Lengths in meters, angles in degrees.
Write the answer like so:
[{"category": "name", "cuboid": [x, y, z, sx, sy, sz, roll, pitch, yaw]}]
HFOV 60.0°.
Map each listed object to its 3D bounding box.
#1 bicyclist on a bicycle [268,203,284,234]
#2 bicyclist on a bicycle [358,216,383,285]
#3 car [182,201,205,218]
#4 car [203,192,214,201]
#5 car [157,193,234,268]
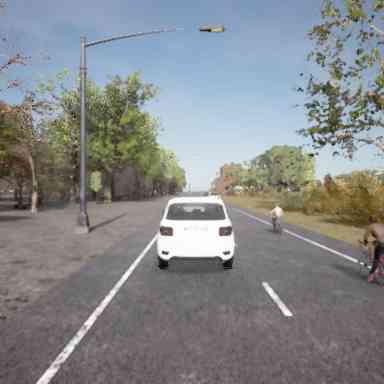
[{"category": "bicyclist on a bicycle", "cuboid": [4.497, 1.376, 17.648, 0.866, 1.612, 1.509, 0, 0, 0]}, {"category": "bicyclist on a bicycle", "cuboid": [4.471, 1.426, 8.069, 0.582, 1.620, 1.656, 0, 0, 0]}, {"category": "car", "cuboid": [0.122, 1.496, 29.774, 1.895, 1.301, 4.718, 0, 0, 0]}, {"category": "car", "cuboid": [3.556, 0.973, 73.367, 2.150, 2.045, 5.566, 0, 0, 0]}, {"category": "car", "cuboid": [0.105, 1.182, 11.252, 2.150, 2.045, 5.566, 0, 0, 0]}]
